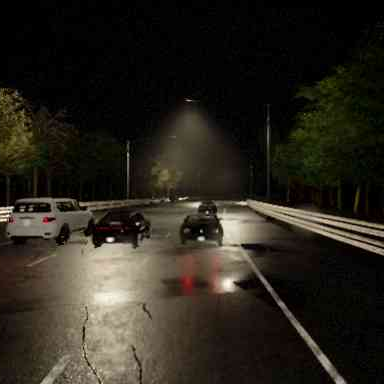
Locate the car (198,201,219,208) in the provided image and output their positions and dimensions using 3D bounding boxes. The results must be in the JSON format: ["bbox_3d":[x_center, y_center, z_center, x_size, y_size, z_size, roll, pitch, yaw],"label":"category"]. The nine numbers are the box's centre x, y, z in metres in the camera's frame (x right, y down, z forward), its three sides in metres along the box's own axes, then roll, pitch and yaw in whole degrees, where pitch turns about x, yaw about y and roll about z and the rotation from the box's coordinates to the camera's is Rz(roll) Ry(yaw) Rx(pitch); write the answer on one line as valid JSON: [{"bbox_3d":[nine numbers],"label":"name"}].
[{"bbox_3d":[1.651,1.704,33.952,1.837,1.490,4.892,0,0,5],"label":"car"}]

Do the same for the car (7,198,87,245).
[{"bbox_3d":[-6.523,1.308,16.053,2.150,2.045,5.566,0,0,2],"label":"car"}]

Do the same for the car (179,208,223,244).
[{"bbox_3d":[0.490,1.695,16.231,1.895,1.301,4.718,0,0,2],"label":"car"}]

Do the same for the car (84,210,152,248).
[{"bbox_3d":[-3.046,1.589,15.182,1.837,1.490,4.892,0,0,2],"label":"car"}]
